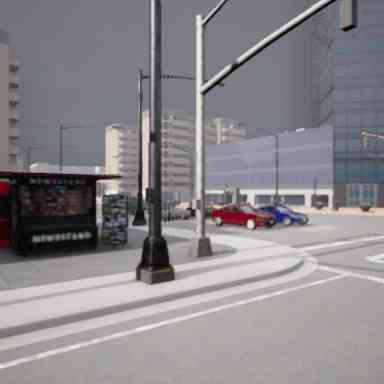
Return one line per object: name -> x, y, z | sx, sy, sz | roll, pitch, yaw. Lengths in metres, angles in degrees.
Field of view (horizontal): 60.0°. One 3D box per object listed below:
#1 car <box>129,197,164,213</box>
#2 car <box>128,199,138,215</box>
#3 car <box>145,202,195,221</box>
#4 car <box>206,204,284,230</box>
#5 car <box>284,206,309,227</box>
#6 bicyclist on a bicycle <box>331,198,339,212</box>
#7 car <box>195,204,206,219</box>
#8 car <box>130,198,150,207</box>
car -> -6.217, 1.629, 41.652 | 2.150, 2.045, 5.566 | 0, -1, -36
car -> -8.082, 1.885, 38.254 | 1.837, 1.490, 4.892 | 0, -1, -36
car -> -2.071, 1.832, 29.949 | 1.895, 1.301, 4.718 | 0, -1, -36
car -> 3.414, 1.598, 22.391 | 1.882, 1.535, 5.008 | 0, -1, -36
car -> 6.277, 1.651, 24.374 | 1.812, 1.442, 4.674 | 0, -1, -35
bicyclist on a bicycle -> 16.509, 1.496, 38.359 | 1.656, 1.620, 0.582 | 0, 0, -36
car -> 1.148, 1.790, 31.476 | 1.994, 1.385, 4.181 | 0, -1, -36
car -> -10.276, 2.085, 65.441 | 2.097, 1.767, 4.553 | 0, -1, -36
